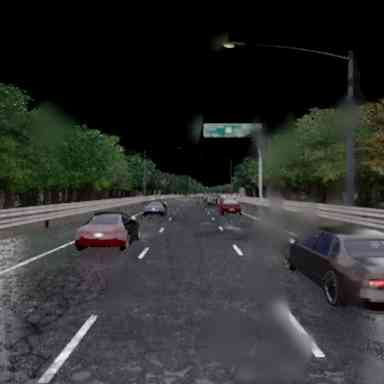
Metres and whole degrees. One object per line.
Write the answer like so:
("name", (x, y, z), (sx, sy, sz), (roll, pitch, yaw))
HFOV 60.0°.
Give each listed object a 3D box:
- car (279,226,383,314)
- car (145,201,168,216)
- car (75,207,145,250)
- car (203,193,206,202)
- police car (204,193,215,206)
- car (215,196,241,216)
("car", (3.598, 1.529, 7.839), (2.033, 1.411, 5.357), (0, 0, 0))
("car", (-3.412, 1.504, 31.528), (1.994, 1.385, 4.181), (0, 0, 0))
("car", (-3.404, 1.533, 14.113), (1.994, 1.385, 4.181), (0, 0, 0))
("car", (3.500, 1.505, 65.084), (2.033, 1.411, 5.357), (0, 0, 0))
("police car", (3.480, 1.442, 54.143), (2.038, 1.542, 4.974), (0, 0, 0))
("car", (3.588, 1.416, 32.386), (1.882, 1.535, 5.008), (0, 0, 0))
